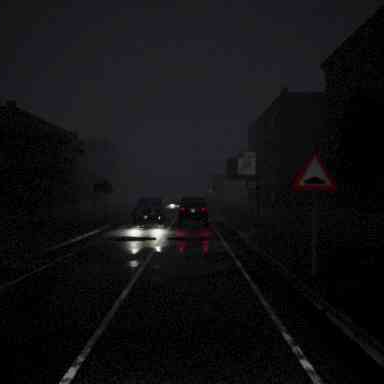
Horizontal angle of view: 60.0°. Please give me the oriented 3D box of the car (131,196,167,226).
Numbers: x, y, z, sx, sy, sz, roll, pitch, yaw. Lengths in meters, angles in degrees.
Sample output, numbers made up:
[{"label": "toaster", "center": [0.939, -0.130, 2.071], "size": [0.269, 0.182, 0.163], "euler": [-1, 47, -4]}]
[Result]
[{"label": "car", "center": [-3.131, 1.348, 25.220], "size": [2.150, 2.045, 5.566], "euler": [0, 0, 0]}]

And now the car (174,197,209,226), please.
[{"label": "car", "center": [0.062, 1.348, 24.817], "size": [2.150, 2.045, 5.566], "euler": [0, 0, 0]}]

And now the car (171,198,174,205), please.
[{"label": "car", "center": [-3.084, 1.786, 66.726], "size": [1.895, 1.301, 4.718], "euler": [0, 2, 0]}]

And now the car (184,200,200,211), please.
[{"label": "car", "center": [0.012, 1.809, 44.185], "size": [1.895, 1.301, 4.718], "euler": [0, 0, 0]}]
